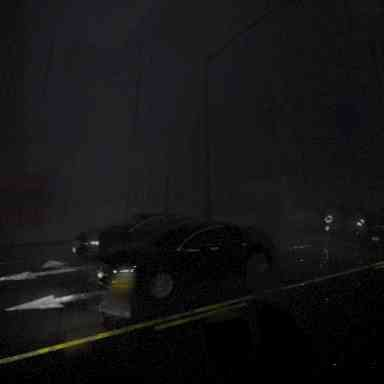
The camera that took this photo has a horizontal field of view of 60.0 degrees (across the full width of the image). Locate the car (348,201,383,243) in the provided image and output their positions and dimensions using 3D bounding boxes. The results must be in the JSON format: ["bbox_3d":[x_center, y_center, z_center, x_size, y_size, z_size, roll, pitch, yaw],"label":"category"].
[{"bbox_3d":[9.341,1.327,14.910,4.553,1.767,2.097,0,0,-35],"label":"car"}]

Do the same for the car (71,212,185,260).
[{"bbox_3d":[-1.556,1.485,11.475,4.902,1.511,2.128,0,0,-35],"label":"car"}]

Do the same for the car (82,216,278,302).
[{"bbox_3d":[0.065,1.500,8.333,4.892,1.490,1.837,1,0,-35],"label":"car"}]

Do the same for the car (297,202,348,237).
[{"bbox_3d":[7.824,1.326,18.123,4.553,1.767,2.097,0,0,-35],"label":"car"}]
